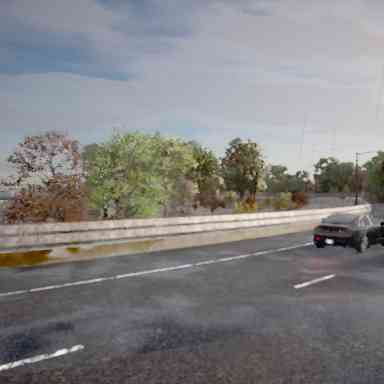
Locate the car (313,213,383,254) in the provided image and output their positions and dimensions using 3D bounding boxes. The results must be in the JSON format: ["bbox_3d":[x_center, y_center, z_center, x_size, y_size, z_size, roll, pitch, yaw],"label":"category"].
[{"bbox_3d":[7.058,1.664,14.506,4.892,1.490,1.837,0,0,-44],"label":"car"}]
